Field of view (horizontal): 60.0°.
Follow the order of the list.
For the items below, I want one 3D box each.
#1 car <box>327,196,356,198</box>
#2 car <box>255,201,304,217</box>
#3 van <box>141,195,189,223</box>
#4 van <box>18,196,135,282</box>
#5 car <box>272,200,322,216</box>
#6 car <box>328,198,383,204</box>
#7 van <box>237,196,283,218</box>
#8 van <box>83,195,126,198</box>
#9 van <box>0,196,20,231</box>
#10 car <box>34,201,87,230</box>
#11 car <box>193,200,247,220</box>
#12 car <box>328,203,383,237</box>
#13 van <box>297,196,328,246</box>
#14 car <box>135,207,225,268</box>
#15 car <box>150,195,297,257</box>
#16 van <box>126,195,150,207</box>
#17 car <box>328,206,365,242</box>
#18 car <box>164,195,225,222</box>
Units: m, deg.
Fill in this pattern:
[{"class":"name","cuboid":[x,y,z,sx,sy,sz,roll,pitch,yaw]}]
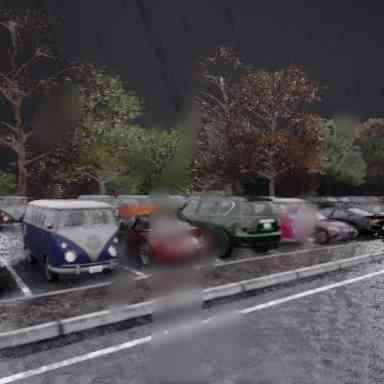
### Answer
[{"class":"car","cuboid":[15.943,1.497,39.724,2.435,2.045,5.566,1,0,-36]},{"class":"car","cuboid":[9.064,1.694,34.836,2.002,1.452,4.674,1,0,-36]},{"class":"van","cuboid":[-2.262,1.274,26.868,1.878,1.987,4.442,1,0,-36]},{"class":"van","cuboid":[-3.538,1.224,9.580,1.878,1.987,4.442,0,0,-36]},{"class":"car","cuboid":[11.422,1.686,36.515,2.097,1.535,5.008,1,0,-36]},{"class":"car","cuboid":[9.942,1.435,19.336,2.185,1.767,4.553,1,0,-36]},{"class":"van","cuboid":[6.747,1.397,33.318,1.878,1.987,4.442,1,0,-36]},{"class":"van","cuboid":[-6.637,1.212,23.448,1.878,1.987,4.442,0,0,-36]},{"class":"van","cuboid":[-11.020,1.223,20.309,1.878,1.987,4.442,0,0,-36]},{"class":"car","cuboid":[-8.838,1.435,22.022,2.097,1.535,5.008,0,0,-36]},{"class":"car","cuboid":[2.413,1.563,30.065,2.097,1.535,5.008,1,0,-36]},{"class":"car","cuboid":[7.668,1.530,17.740,2.097,1.535,5.008,1,0,-36]},{"class":"van","cuboid":[3.221,1.242,14.419,1.878,1.987,4.442,1,0,-36]},{"class":"car","cuboid":[-1.359,1.465,11.319,2.163,1.488,4.792,0,0,-36]},{"class":"car","cuboid":[0.879,1.186,12.921,2.435,2.045,5.566,1,0,-36]},{"class":"van","cuboid":[-4.412,1.244,25.328,1.878,1.987,4.442,1,0,-36]},{"class":"car","cuboid":[5.406,1.539,16.131,2.002,1.452,4.674,1,0,-36]},{"class":"car","cuboid":[0.075,1.279,28.363,2.435,2.045,5.566,1,0,-36]}]
